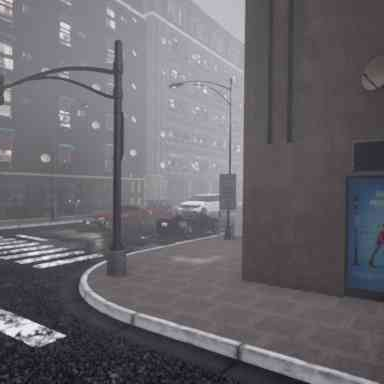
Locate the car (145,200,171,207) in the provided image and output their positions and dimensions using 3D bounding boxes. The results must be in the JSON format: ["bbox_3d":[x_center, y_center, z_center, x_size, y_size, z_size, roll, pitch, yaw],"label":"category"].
[{"bbox_3d":[-3.384,1.358,26.854,1.967,1.590,4.097,1,1,35],"label":"car"}]

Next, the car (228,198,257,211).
[{"bbox_3d":[6.228,1.479,40.589,1.802,1.307,4.206,1,1,35],"label":"car"}]

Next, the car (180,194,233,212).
[{"bbox_3d":[1.080,1.168,28.932,2.150,2.045,5.566,1,1,35],"label":"car"}]

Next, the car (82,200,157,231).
[{"bbox_3d":[-4.586,1.483,20.843,1.812,1.442,4.674,1,1,35],"label":"car"}]

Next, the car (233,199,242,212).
[{"bbox_3d":[3.027,1.219,36.009,2.192,1.841,5.009,1,1,35],"label":"car"}]

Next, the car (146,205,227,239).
[{"bbox_3d":[-0.134,1.596,17.759,1.947,1.339,4.313,1,1,35],"label":"car"}]
